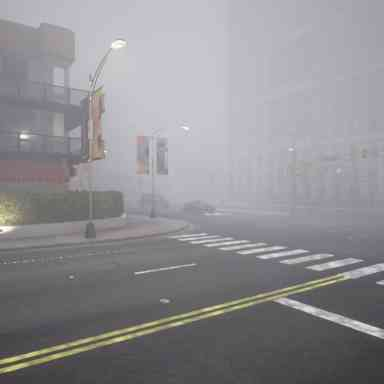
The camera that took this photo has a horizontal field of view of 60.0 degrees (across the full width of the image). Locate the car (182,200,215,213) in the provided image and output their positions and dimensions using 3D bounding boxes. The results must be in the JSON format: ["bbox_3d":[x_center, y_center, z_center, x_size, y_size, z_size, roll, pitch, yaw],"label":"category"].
[{"bbox_3d":[0.701,1.564,36.686,1.994,1.385,4.181,0,0,-35],"label":"car"}]

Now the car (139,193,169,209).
[{"bbox_3d":[-5.237,1.221,45.321,2.150,2.045,5.566,0,0,-35],"label":"car"}]
